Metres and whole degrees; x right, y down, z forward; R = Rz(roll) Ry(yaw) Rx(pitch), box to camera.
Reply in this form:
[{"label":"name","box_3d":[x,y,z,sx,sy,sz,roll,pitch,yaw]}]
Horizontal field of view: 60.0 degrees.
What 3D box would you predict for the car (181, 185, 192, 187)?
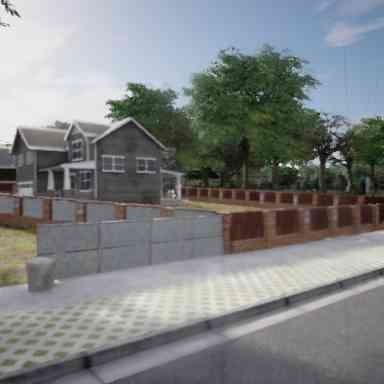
[{"label":"car","box_3d":[-0.603,-0.208,50.217,1.882,1.535,5.008,-1,3,-41]}]
